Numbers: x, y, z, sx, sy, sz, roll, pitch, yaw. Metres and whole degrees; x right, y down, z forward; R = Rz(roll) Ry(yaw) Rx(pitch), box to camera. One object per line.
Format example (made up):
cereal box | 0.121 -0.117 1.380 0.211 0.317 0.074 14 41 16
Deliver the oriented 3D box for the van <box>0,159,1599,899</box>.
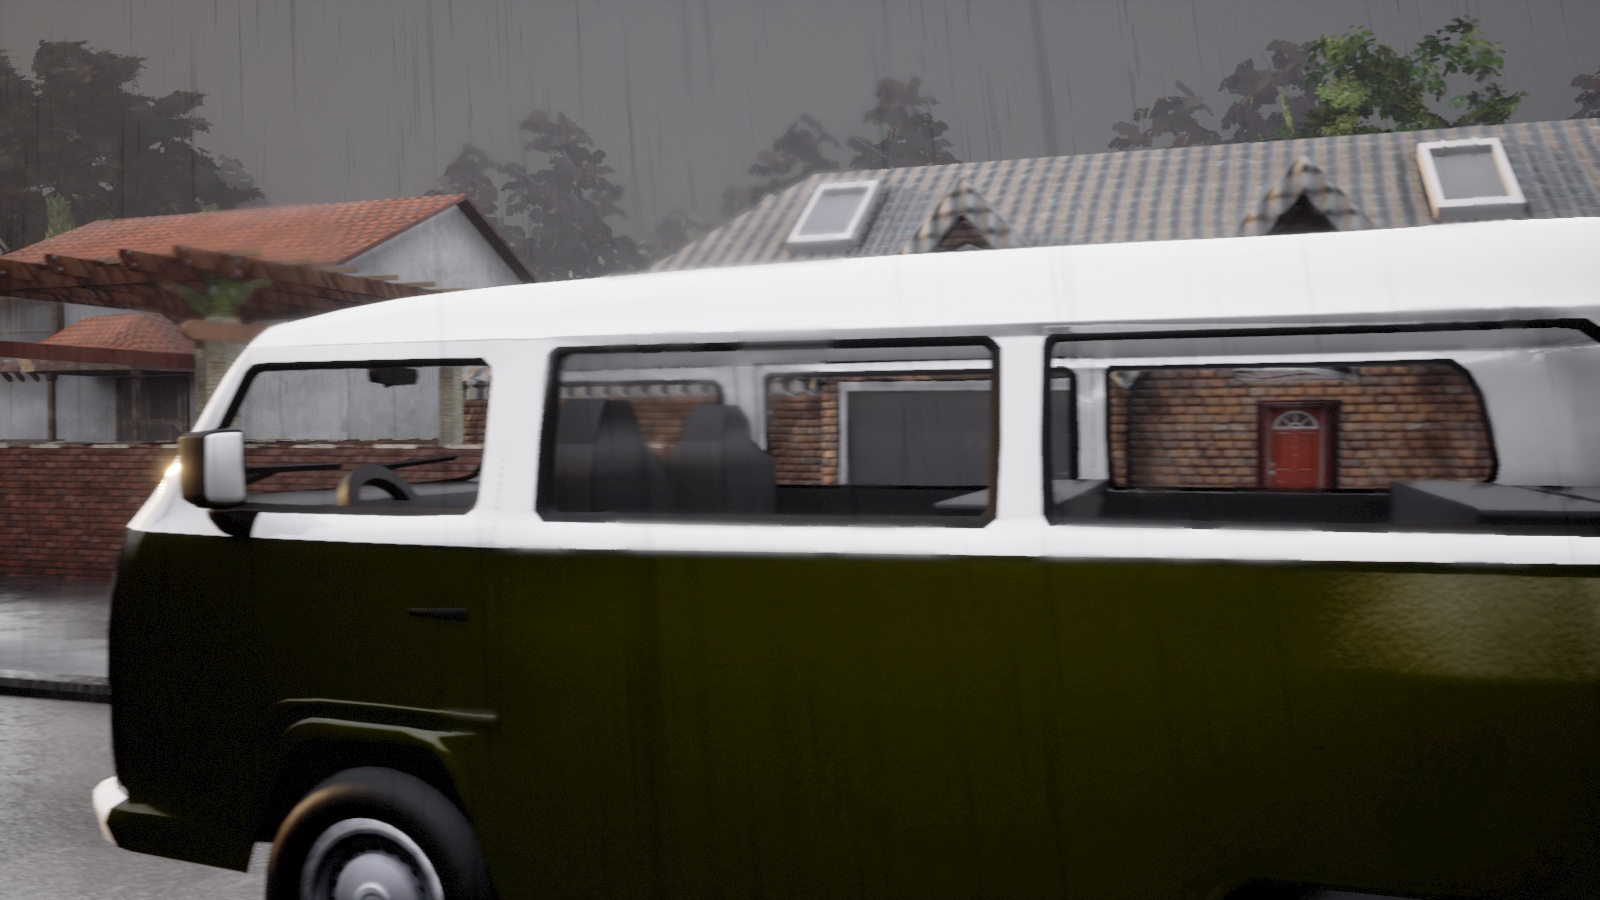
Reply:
van | 0.116 0.491 3.678 4.480 2.038 2.069 1 1 19
